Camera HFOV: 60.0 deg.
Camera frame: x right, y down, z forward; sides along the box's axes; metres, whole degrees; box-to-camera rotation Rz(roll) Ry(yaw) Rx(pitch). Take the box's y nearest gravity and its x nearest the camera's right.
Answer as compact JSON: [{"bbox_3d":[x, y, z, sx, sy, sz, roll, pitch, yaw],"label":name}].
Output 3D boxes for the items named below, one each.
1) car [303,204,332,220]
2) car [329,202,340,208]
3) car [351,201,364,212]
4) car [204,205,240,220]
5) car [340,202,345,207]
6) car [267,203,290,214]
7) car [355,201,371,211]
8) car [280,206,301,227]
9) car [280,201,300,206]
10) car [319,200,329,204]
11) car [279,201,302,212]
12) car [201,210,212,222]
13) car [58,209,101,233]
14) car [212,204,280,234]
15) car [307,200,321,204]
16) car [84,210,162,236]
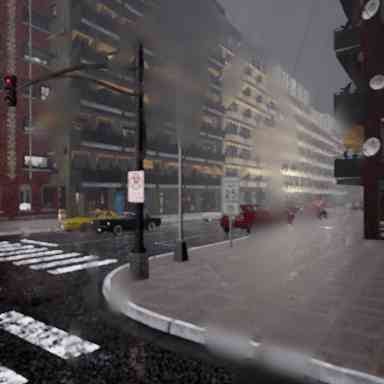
[{"bbox_3d":[13.479,2.286,36.125,1.802,1.307,4.206,-1,-2,35],"label":"car"},{"bbox_3d":[32.543,3.071,78.002,1.887,1.381,4.507,-1,-2,35],"label":"car"},{"bbox_3d":[29.690,2.524,59.347,2.192,1.841,5.009,-1,-2,35],"label":"car"},{"bbox_3d":[3.358,2.168,36.212,1.887,1.381,4.507,-1,-2,35],"label":"car"},{"bbox_3d":[39.030,3.286,87.290,1.947,1.339,4.313,-1,-2,35],"label":"car"},{"bbox_3d":[12.988,2.450,50.003,1.752,1.417,4.829,-1,-2,35],"label":"car"},{"bbox_3d":[32.934,2.623,63.992,2.192,1.841,5.009,-1,-2,35],"label":"car"},{"bbox_3d":[6.993,2.046,26.840,1.887,1.381,4.507,-1,-2,35],"label":"car"},{"bbox_3d":[13.273,2.350,45.763,2.128,1.511,4.902,0,-1,35],"label":"car"},{"bbox_3d":[26.056,2.644,68.720,2.192,1.841,5.009,-1,-2,35],"label":"car"},{"bbox_3d":[16.327,2.344,54.791,2.192,1.841,5.009,-1,-2,35],"label":"car"},{"bbox_3d":[2.829,2.134,30.907,1.895,1.301,4.718,0,-1,35],"label":"car"},{"bbox_3d":[-6.469,1.838,22.143,1.752,1.417,4.829,-1,-2,35],"label":"car"},{"bbox_3d":[3.749,1.713,22.203,2.192,1.841,5.009,-1,-2,35],"label":"car"},{"bbox_3d":[22.815,2.775,64.073,1.887,1.381,4.507,-1,-2,35],"label":"car"},{"bbox_3d":[-4.089,1.914,21.002,1.895,1.301,4.718,0,-1,35],"label":"car"}]
